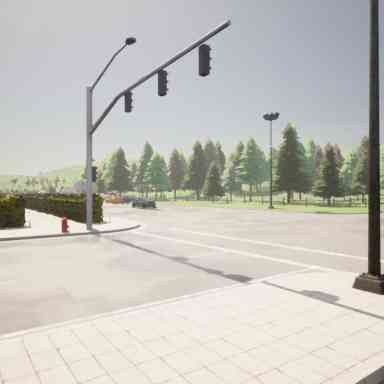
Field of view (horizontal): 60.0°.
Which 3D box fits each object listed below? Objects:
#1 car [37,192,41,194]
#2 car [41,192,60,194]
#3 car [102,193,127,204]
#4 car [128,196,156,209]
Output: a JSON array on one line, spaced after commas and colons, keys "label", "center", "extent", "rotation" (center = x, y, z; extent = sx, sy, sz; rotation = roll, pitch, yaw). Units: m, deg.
[{"label": "car", "center": [-29.754, 1.057, 65.879], "extent": [2.150, 2.045, 5.566], "rotation": [0, 0, -35]}, {"label": "car", "center": [-24.085, 1.221, 57.637], "extent": [2.150, 2.045, 5.566], "rotation": [0, 0, -35]}, {"label": "car", "center": [-14.695, 1.478, 62.690], "extent": [1.882, 1.535, 5.008], "rotation": [0, -1, -35]}, {"label": "car", "center": [-6.452, 1.525, 44.523], "extent": [1.812, 1.442, 4.674], "rotation": [0, 0, -34]}]
